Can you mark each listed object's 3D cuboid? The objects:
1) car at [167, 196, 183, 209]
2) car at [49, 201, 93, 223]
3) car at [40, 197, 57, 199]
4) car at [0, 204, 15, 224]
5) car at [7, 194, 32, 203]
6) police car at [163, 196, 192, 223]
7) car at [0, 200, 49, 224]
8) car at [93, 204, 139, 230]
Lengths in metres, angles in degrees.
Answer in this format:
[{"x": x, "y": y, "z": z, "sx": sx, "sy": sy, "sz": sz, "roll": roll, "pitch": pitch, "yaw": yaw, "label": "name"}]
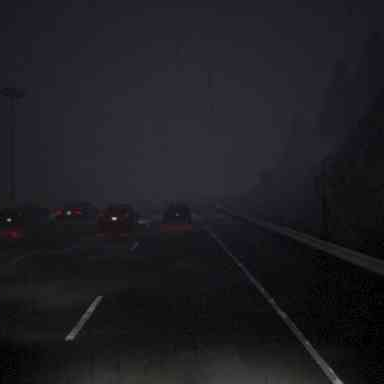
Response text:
[{"x": -2.096, "y": 1.217, "z": 40.892, "sx": 1.812, "sy": 1.442, "sz": 4.674, "roll": 0, "pitch": 0, "yaw": -3, "label": "car"}, {"x": -8.078, "y": 1.375, "z": 23.909, "sx": 2.033, "sy": 1.411, "sz": 5.357, "roll": 0, "pitch": 0, "yaw": -3, "label": "car"}, {"x": -24.244, "y": 1.074, "z": 56.906, "sx": 1.882, "sy": 1.535, "sz": 5.008, "roll": 0, "pitch": 0, "yaw": -3, "label": "car"}, {"x": -3.492, "y": 1.212, "z": 1.734, "sx": 2.150, "sy": 2.045, "sz": 5.566, "roll": 0, "pitch": 0, "yaw": -1, "label": "car"}, {"x": -31.463, "y": 1.092, "z": 60.783, "sx": 2.128, "sy": 1.511, "sz": 4.902, "roll": 0, "pitch": 0, "yaw": -3, "label": "car"}, {"x": -1.078, "y": 1.243, "z": 24.012, "sx": 1.930, "sy": 1.638, "sz": 5.238, "roll": 0, "pitch": 0, "yaw": -3, "label": "police car"}, {"x": -11.534, "y": 1.439, "z": 23.042, "sx": 1.895, "sy": 1.301, "sz": 4.718, "roll": 0, "pitch": 0, "yaw": -3, "label": "car"}, {"x": -4.354, "y": 1.416, "z": 20.127, "sx": 1.994, "sy": 1.385, "sz": 4.181, "roll": 0, "pitch": 0, "yaw": -3, "label": "car"}]
